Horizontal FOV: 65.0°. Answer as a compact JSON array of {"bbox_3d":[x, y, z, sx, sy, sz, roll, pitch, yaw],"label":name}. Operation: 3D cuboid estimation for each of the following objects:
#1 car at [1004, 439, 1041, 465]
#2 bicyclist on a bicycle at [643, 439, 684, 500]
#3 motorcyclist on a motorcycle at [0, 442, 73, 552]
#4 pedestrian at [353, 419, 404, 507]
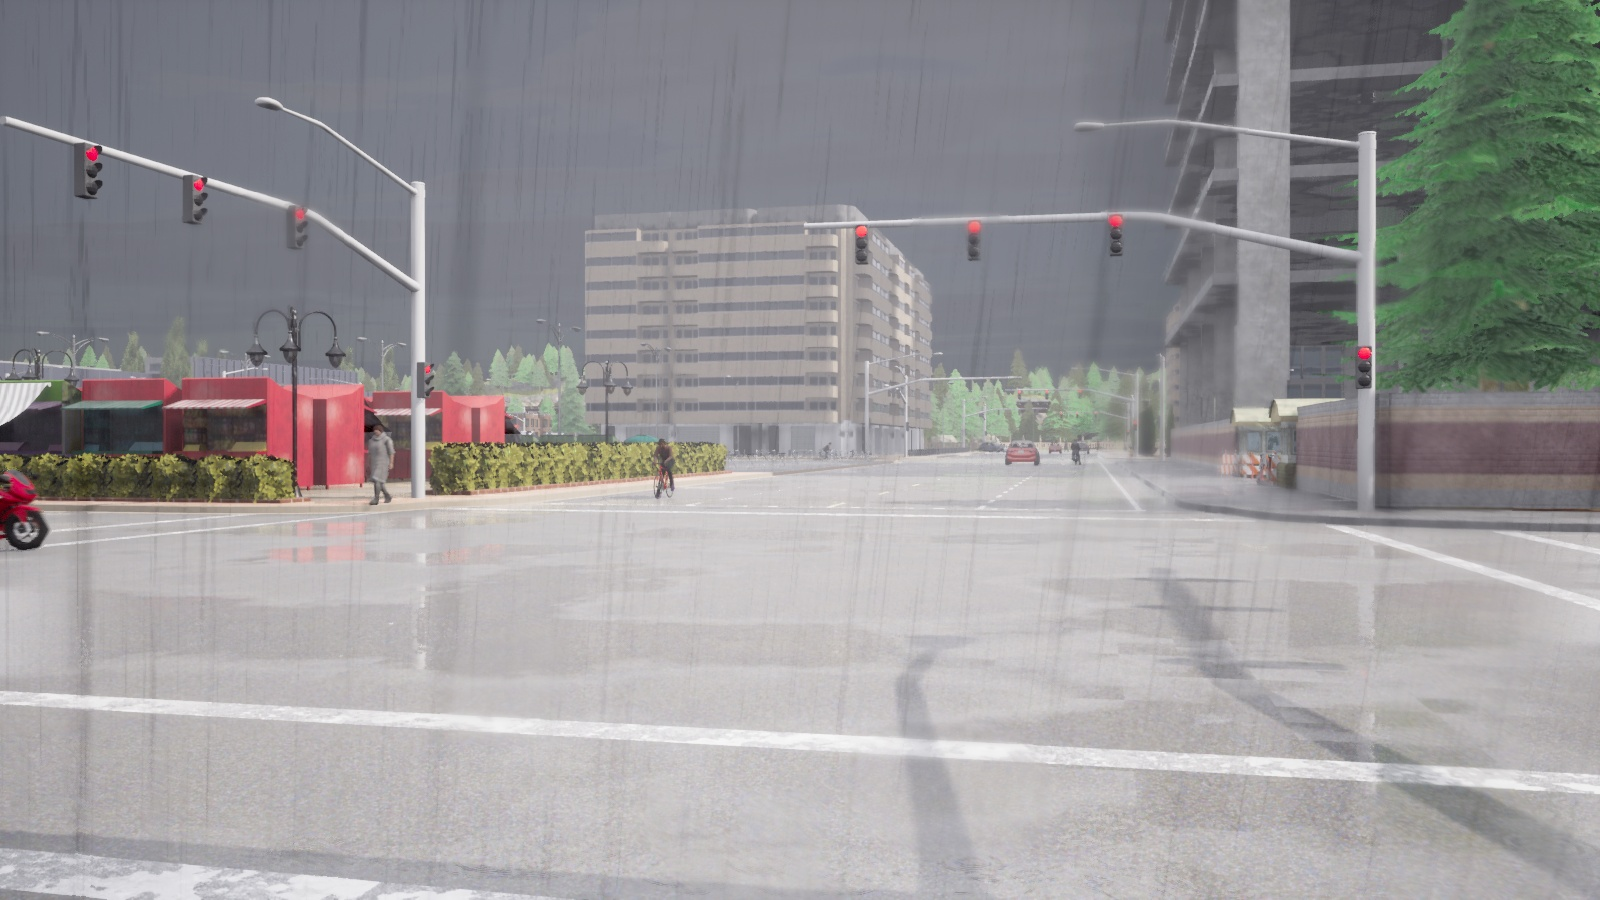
[{"bbox_3d":[15.074,0.123,84.990,2.242,1.667,4.611,0,0,12],"label":"car"},{"bbox_3d":[-3.670,0.505,33.890,0.582,1.620,1.656,0,1,13],"label":"bicyclist on a bicycle"},{"bbox_3d":[-11.600,0.665,17.900,2.044,1.523,0.797,-1,-1,4],"label":"motorcyclist on a motorcycle"},{"bbox_3d":[-9.592,0.289,28.598,0.659,1.952,0.873,0,0,27],"label":"pedestrian"}]
